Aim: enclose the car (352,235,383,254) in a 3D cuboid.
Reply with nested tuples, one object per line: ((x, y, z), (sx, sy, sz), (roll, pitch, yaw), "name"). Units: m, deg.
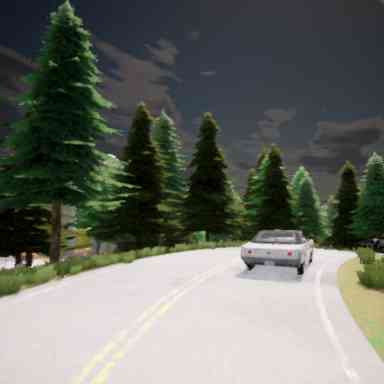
((16.957, 4.742, 29.437), (5.357, 1.411, 2.033), (8, -8, -23), "car")

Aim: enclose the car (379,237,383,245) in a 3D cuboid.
((16.157, 4.074, 25.202), (4.902, 1.511, 2.128), (10, -9, -29), "car")

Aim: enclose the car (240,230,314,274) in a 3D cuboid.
((3.297, 2.035, 12.099), (1.895, 1.301, 4.718), (-2, -5, 25), "car")
